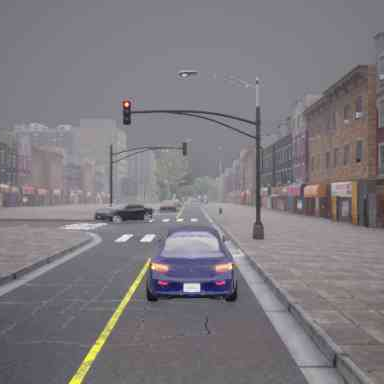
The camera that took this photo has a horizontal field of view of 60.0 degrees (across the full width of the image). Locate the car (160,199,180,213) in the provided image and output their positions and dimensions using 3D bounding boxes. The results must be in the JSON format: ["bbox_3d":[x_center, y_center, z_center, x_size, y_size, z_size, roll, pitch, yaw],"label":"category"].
[{"bbox_3d":[-2.883,1.714,41.431,1.882,1.535,5.008,0,-1,0],"label":"car"}]

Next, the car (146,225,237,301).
[{"bbox_3d":[-0.001,1.537,8.199,1.812,1.442,4.674,0,0,0],"label":"car"}]

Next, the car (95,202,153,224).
[{"bbox_3d":[-5.077,1.549,25.391,1.882,1.535,5.008,2,0,35],"label":"car"}]
